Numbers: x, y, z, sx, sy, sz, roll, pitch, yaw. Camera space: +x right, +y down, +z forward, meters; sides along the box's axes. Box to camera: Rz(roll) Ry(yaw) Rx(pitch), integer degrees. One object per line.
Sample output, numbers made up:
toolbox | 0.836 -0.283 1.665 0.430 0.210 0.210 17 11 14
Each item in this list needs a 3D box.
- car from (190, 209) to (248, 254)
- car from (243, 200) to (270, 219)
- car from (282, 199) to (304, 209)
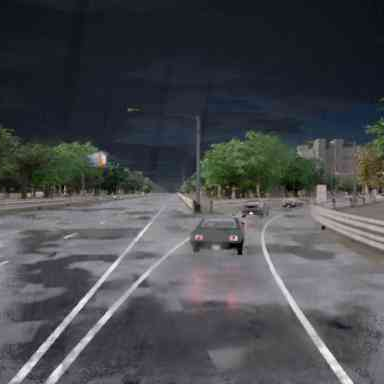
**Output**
car | 1.216 1.609 13.635 1.895 1.301 4.718 0 0 10
car | 5.852 1.537 30.174 1.837 1.490 4.892 -1 0 22
car | 14.222 1.654 46.481 1.895 1.301 4.718 0 0 34
